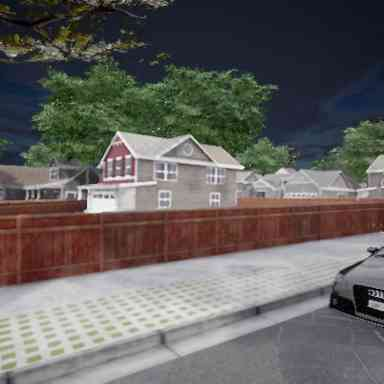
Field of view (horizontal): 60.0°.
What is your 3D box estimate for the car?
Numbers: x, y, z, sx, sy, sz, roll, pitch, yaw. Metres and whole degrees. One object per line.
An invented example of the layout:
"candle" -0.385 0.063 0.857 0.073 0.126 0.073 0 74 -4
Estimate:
"car" 4.463 1.553 6.239 4.181 1.385 1.994 0 0 -35
